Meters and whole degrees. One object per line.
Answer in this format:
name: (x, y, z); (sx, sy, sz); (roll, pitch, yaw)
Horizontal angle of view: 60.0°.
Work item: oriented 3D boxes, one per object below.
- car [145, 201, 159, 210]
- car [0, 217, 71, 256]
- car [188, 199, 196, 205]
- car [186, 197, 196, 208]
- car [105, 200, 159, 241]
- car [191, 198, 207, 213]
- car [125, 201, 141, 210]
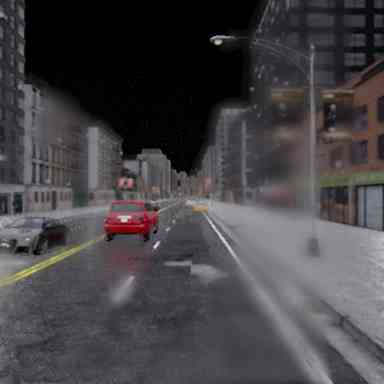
car: (-6.585, 2.222, 55.123); (1.812, 1.442, 4.674); (0, -1, 0)
car: (-6.605, 1.742, 13.770); (1.994, 1.385, 4.181); (0, -1, 0)
car: (-0.026, 2.453, 85.311); (2.033, 1.411, 5.357); (0, -1, 0)
car: (-0.027, 2.046, 65.929); (2.150, 2.045, 5.566); (0, -1, 2)
car: (-3.148, 1.458, 18.230); (2.150, 2.045, 5.566); (0, -1, 0)
car: (1.124, 2.047, 46.237); (1.801, 1.575, 5.366); (0, -1, 0)
car: (-9.830, 2.265, 55.572); (1.994, 1.385, 4.181); (0, -1, 0)
